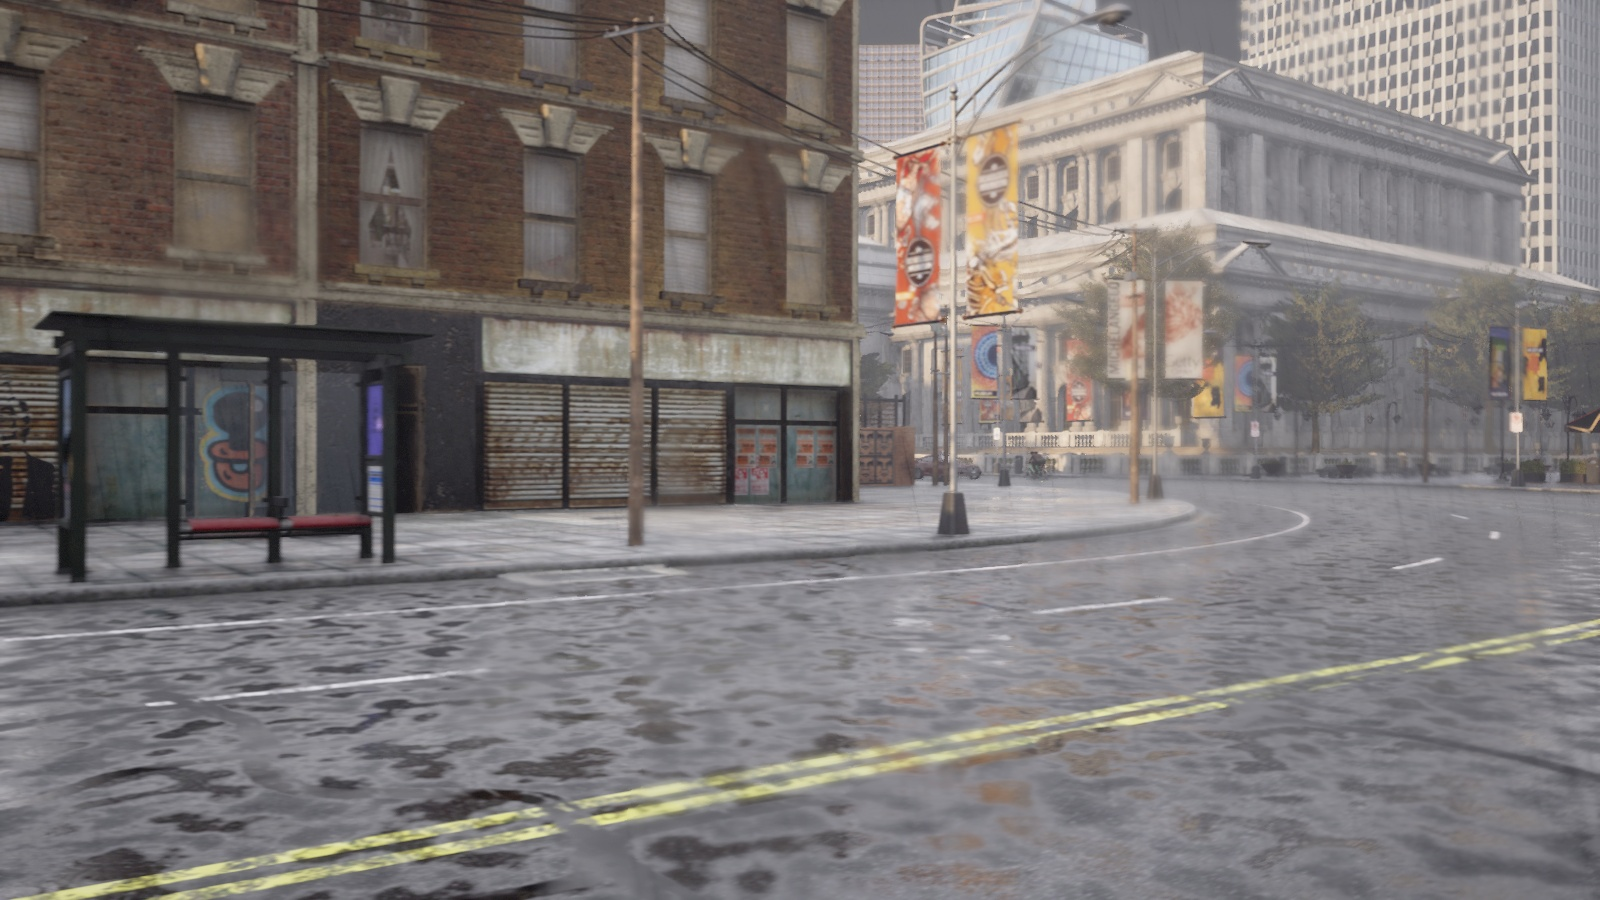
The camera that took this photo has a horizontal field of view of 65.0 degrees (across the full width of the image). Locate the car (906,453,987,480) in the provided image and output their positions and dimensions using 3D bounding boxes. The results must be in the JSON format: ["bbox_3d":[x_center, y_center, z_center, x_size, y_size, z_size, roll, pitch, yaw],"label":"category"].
[{"bbox_3d":[8.097,0.909,69.852,1.812,1.442,4.674,0,0,-35],"label":"car"}]
